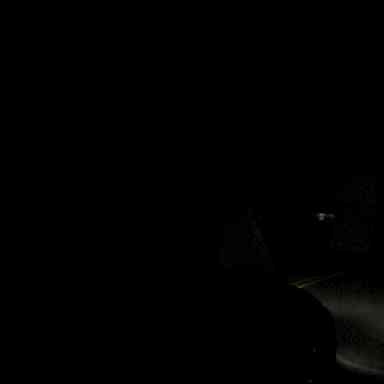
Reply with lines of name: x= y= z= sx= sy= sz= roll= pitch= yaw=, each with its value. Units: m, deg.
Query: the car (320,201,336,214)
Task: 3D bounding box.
car: x=16.880 y=1.820 z=40.903 sx=1.882 sy=1.535 sz=5.008 roll=1 pitch=0 yaw=22

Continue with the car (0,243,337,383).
car: x=-0.404 y=1.376 z=3.663 sx=4.553 sy=1.767 sz=2.097 roll=0 pitch=-1 yaw=-37
